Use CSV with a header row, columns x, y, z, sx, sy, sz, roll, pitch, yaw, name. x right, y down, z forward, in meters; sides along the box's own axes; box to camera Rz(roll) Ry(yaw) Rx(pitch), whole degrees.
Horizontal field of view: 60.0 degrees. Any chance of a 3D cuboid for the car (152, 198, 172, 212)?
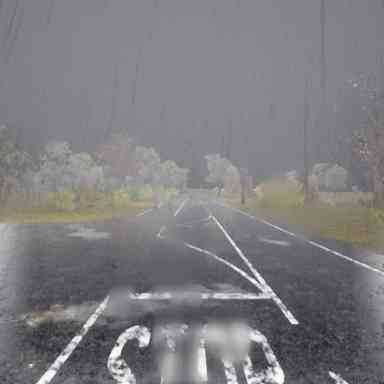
x,y,z,sx,sy,sz,roll,pitch,yaw,name
-3.364,1.458,37.975,2.128,1.511,4.902,0,0,0,car
